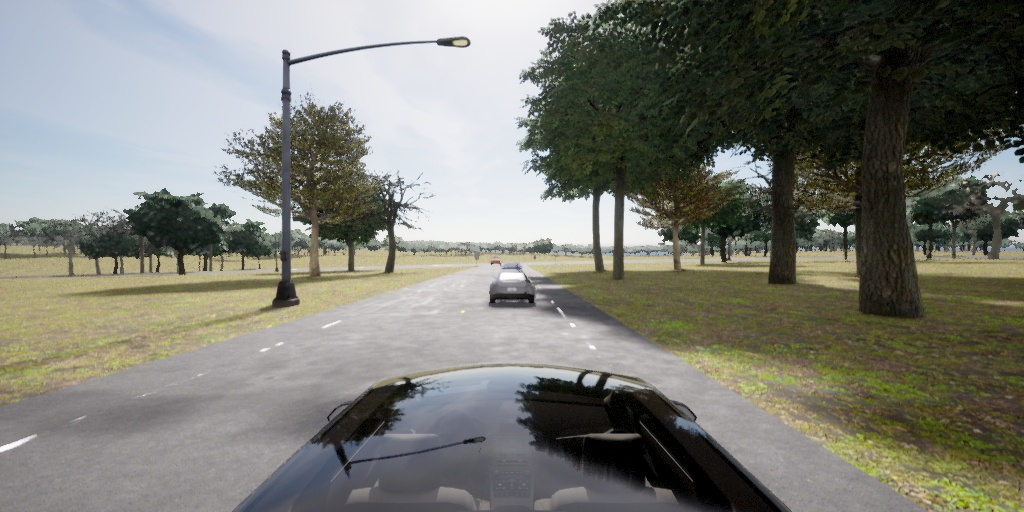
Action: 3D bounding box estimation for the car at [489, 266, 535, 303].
[{"bbox_3d":[0.001,1.317,16.506,1.994,1.385,4.181,0,0,0],"label":"car"}]

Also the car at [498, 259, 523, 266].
[{"bbox_3d":[0.001,1.235,31.512,1.882,1.535,5.008,0,0,0],"label":"car"}]
